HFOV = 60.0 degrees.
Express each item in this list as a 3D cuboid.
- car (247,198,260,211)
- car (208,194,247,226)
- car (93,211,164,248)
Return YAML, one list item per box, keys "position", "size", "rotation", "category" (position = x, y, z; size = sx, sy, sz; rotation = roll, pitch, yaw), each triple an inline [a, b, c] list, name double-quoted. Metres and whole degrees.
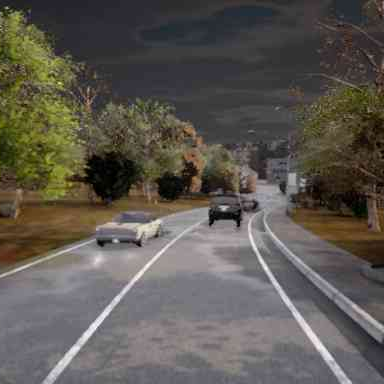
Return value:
- position: [7.328, 1.503, 41.685]
  size: [2.128, 1.511, 4.902]
  rotation: [2, 0, 18]
  category: "car"
- position: [2.518, 1.196, 23.677]
  size: [2.150, 2.045, 5.566]
  rotation: [1, 0, 11]
  category: "car"
- position: [-2.611, 1.530, 14.692]
  size: [1.895, 1.301, 4.718]
  rotation: [1, 0, 7]
  category: "car"
